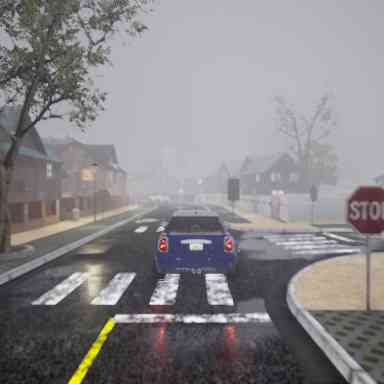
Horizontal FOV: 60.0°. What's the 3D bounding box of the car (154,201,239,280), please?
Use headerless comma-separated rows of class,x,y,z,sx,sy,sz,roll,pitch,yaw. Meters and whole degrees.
car,0.100,1.316,10.030,2.097,1.767,4.553,0,0,0

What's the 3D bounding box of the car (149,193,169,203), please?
car,-6.612,1.145,66.460,2.150,2.045,5.566,0,0,-34
